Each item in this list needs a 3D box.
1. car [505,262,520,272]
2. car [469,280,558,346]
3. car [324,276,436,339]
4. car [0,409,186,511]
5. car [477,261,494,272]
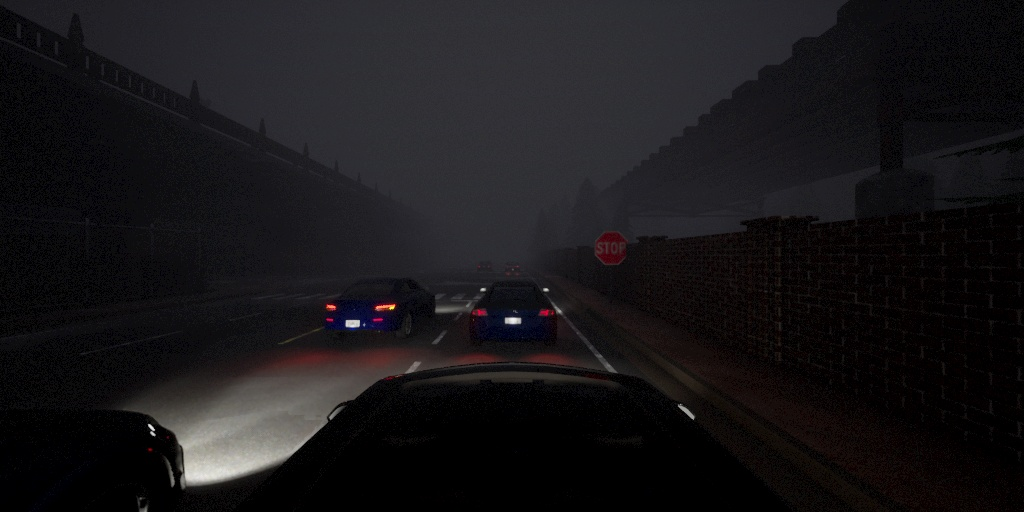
[{"bbox_3d":[0.065,1.368,46.240,1.895,1.301,4.718,0,0,-1],"label":"car"},{"bbox_3d":[0.062,1.317,9.464,1.994,1.385,4.181,0,0,1],"label":"car"},{"bbox_3d":[-3.420,1.279,9.984,1.812,1.442,4.674,0,0,0],"label":"car"},{"bbox_3d":[-3.399,1.314,0.888,1.994,1.385,4.181,0,0,0],"label":"car"},{"bbox_3d":[-3.430,1.314,46.034,2.033,1.411,5.357,0,0,-1],"label":"car"}]
